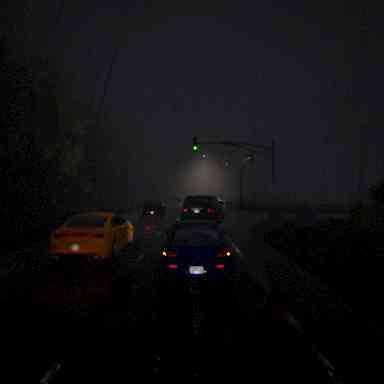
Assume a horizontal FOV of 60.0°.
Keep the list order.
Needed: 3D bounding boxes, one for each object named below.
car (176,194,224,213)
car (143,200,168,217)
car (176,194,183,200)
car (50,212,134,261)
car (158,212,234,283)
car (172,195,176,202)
[{"bbox_3d":[0.797,1.204,21.980,2.150,2.045,5.566,0,0,11],"label":"car"},{"bbox_3d":[-3.409,1.479,30.827,1.837,1.490,4.892,0,1,0],"label":"car"},{"bbox_3d":[-3.528,1.391,95.458,1.837,1.490,4.892,0,0,0],"label":"car"},{"bbox_3d":[-3.402,1.467,12.182,1.882,1.535,5.008,0,0,0],"label":"car"},{"bbox_3d":[0.100,1.518,9.481,1.812,1.442,4.674,0,0,0],"label":"car"},{"bbox_3d":[-3.521,1.470,75.783,1.994,1.385,4.181,0,0,0],"label":"car"}]
